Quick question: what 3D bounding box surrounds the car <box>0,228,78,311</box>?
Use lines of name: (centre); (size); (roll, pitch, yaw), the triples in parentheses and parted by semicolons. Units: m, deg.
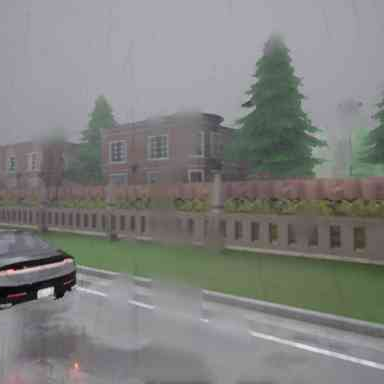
car: (-4.524, 1.553, 7.212); (4.902, 1.511, 2.128); (0, 0, 36)
